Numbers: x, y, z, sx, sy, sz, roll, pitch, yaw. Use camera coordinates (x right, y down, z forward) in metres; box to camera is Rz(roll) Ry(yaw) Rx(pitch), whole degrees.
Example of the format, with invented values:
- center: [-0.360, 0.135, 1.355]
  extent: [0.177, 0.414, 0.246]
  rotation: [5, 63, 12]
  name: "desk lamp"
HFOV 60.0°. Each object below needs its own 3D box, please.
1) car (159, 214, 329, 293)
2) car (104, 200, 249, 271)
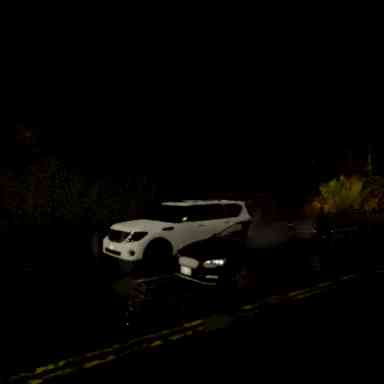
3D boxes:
- center: [1.807, 1.553, 9.156]
  extent: [4.902, 1.511, 2.128]
  rotation: [0, 0, -37]
  name: "car"
- center: [-0.220, 1.307, 11.701]
  extent: [5.566, 2.045, 2.150]
  rotation: [0, -1, -37]
  name: "car"
